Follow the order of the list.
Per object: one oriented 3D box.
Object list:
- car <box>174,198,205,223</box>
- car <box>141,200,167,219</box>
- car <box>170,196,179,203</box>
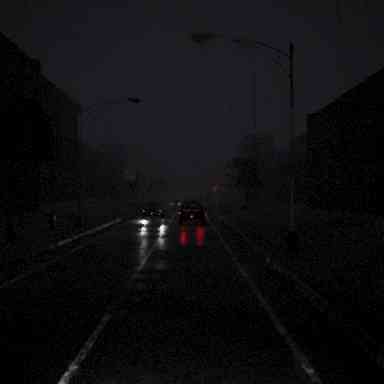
[{"bbox_3d":[-0.036,1.487,25.300,2.128,1.511,4.902,0,0,0],"label":"car"},{"bbox_3d":[-3.251,1.492,29.182,1.837,1.490,4.892,0,0,0],"label":"car"},{"bbox_3d":[-3.378,1.534,69.649,1.812,1.442,4.674,0,-1,0],"label":"car"}]
